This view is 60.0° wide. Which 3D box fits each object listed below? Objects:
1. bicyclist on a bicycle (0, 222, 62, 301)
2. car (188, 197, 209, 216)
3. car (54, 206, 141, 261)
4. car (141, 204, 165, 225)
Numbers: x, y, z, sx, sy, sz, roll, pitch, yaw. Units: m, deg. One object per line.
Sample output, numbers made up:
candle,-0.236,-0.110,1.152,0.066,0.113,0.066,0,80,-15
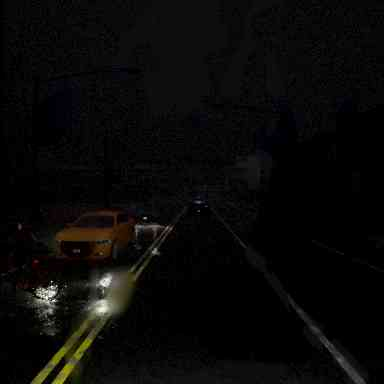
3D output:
bicyclist on a bicycle,-3.505,1.453,6.872,1.656,1.620,0.582,-1,0,1
car,0.663,1.492,32.090,2.128,1.511,4.902,0,0,1
car,-3.391,1.478,12.419,1.882,1.535,5.008,0,0,1
car,-3.089,1.564,24.206,1.994,1.385,4.181,0,0,1
